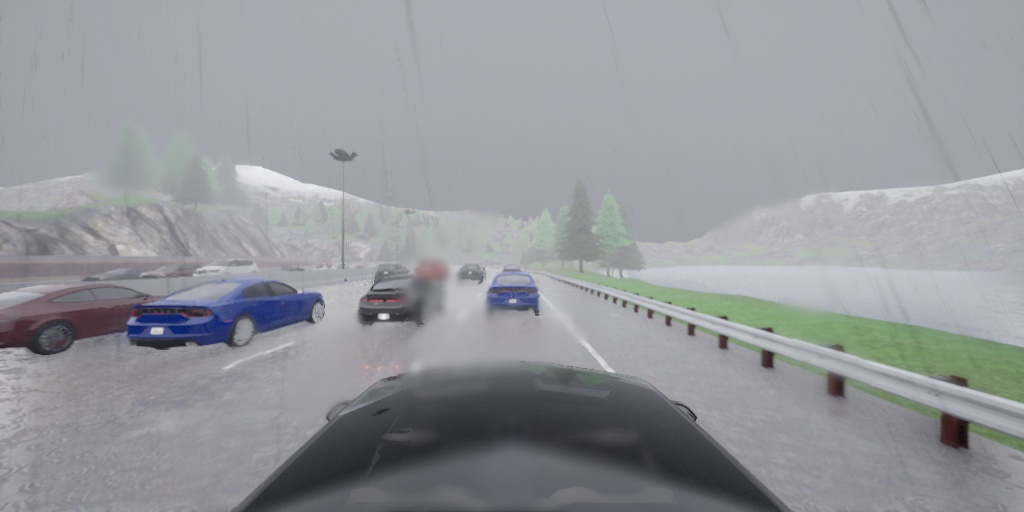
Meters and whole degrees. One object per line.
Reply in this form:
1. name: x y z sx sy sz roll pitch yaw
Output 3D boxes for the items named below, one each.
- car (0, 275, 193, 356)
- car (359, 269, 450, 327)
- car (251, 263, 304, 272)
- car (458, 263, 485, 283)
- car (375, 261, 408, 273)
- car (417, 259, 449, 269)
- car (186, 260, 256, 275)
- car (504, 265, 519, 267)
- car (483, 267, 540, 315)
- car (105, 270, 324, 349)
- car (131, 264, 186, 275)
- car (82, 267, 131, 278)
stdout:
1. car: -10.439 1.369 8.795 1.812 1.442 4.674 0 0 0
2. car: -3.435 1.377 12.018 1.837 1.490 4.892 0 0 0
3. car: -21.236 1.626 33.397 2.128 1.511 4.902 0 -1 -1
4. car: -3.493 1.445 31.911 2.097 1.767 4.553 0 -1 0
5. car: -10.492 1.454 31.895 2.097 1.767 4.553 0 -1 0
6. car: -6.983 1.323 32.108 2.150 2.045 5.566 0 0 0
7. car: -24.694 1.338 31.312 2.150 2.045 5.566 0 -1 0
8. car: -0.062 1.620 36.682 1.882 1.535 5.008 0 0 -2
9. car: 0.059 1.370 14.377 1.882 1.535 5.008 0 0 0
10. car: -6.937 1.324 9.490 1.882 1.535 5.008 0 0 0
11. car: -28.199 1.455 29.969 2.097 1.767 4.553 0 -1 -1
12. car: -31.673 1.652 29.603 2.033 1.411 5.357 0 -1 0
